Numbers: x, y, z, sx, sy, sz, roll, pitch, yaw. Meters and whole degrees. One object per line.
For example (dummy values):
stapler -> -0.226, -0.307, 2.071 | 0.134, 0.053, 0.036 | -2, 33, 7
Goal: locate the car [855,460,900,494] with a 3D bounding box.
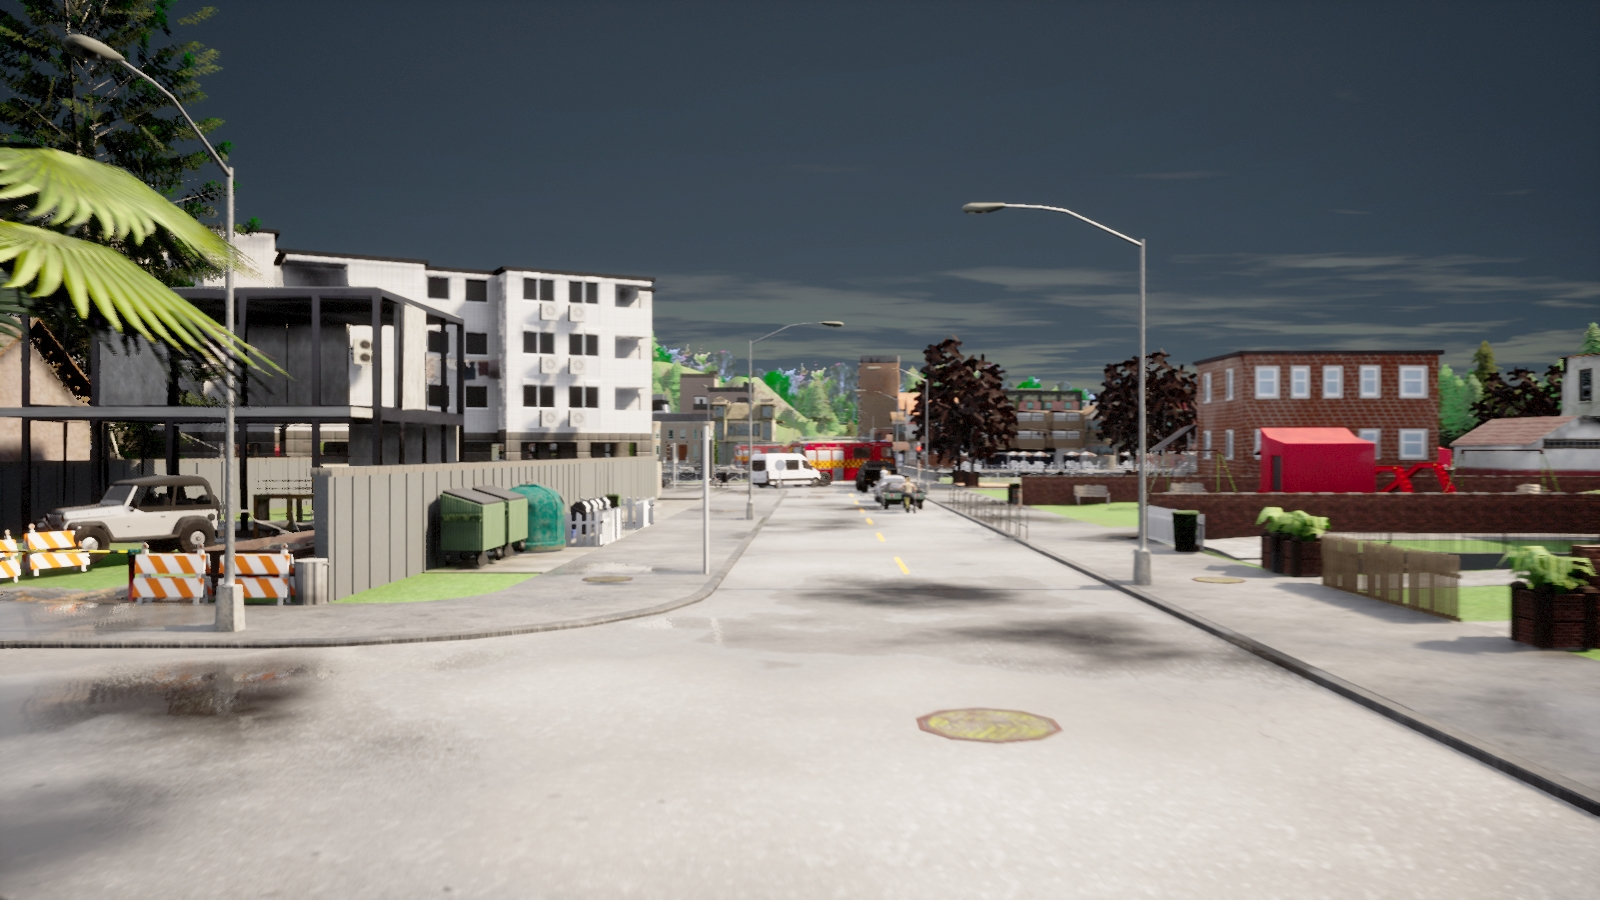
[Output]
car -> 5.124, 1.751, 76.291 | 2.390, 2.098, 6.274 | 0, 0, -2

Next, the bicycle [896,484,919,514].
bicycle -> 4.740, 2.155, 50.334 | 0.859, 1.276, 1.487 | 0, 0, 0

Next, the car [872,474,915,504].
car -> 5.010, 2.079, 61.689 | 2.002, 1.442, 4.674 | 0, 0, 1

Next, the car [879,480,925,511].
car -> 4.861, 2.152, 55.148 | 1.895, 1.301, 4.718 | 0, 0, 1

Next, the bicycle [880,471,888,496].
bicycle -> 5.159, 2.053, 70.285 | 0.373, 1.496, 1.643 | 0, 0, 1
